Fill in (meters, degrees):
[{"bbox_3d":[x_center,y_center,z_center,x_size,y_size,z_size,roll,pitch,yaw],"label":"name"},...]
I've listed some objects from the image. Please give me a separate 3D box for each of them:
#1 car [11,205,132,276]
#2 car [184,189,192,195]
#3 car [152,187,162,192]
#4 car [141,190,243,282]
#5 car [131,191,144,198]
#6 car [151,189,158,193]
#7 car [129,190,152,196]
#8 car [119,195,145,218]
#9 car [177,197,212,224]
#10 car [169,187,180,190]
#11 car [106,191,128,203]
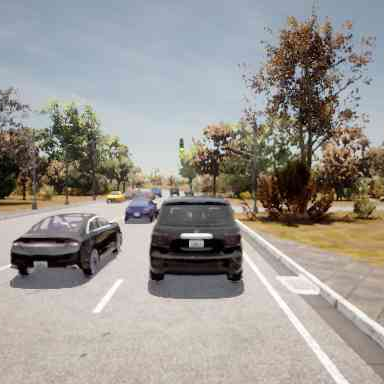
[{"bbox_3d":[-3.395,1.364,9.886,2.128,1.511,4.902,0,1,0],"label":"car"},{"bbox_3d":[-0.994,-0.002,87.105,1.994,1.385,4.181,0,1,-3],"label":"car"},{"bbox_3d":[-7.237,0.111,66.680,2.150,2.045,5.566,0,1,-1],"label":"car"},{"bbox_3d":[0.100,1.101,9.543,2.150,2.045,5.566,0,1,0],"label":"car"},{"bbox_3d":[-10.728,0.471,65.765,1.994,1.385,4.181,0,1,-1],"label":"car"},{"bbox_3d":[-7.133,0.621,54.861,1.812,1.442,4.674,0,1,-1],"label":"car"},{"bbox_3d":[-7.065,0.810,46.107,1.994,1.385,4.181,0,1,-1],"label":"car"},{"bbox_3d":[-3.385,1.176,22.717,1.812,1.442,4.674,0,1,0],"label":"car"},{"bbox_3d":[0.117,1.146,22.497,2.128,1.511,4.902,0,1,0],"label":"car"},{"bbox_3d":[-3.995,-0.064,76.479,2.150,2.045,5.566,0,1,-2],"label":"car"},{"bbox_3d":[-10.597,0.718,46.460,1.882,1.535,5.008,0,1,-2],"label":"car"}]
